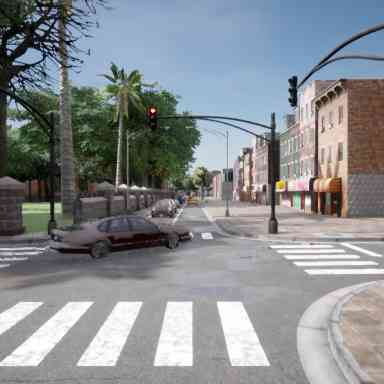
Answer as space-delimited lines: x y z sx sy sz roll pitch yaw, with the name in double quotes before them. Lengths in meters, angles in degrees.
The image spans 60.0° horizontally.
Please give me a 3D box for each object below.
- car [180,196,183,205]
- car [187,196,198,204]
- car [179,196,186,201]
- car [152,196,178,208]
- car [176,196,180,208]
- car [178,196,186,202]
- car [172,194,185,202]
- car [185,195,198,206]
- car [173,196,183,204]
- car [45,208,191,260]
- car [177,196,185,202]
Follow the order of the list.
"car" -2.619 1.679 47.692 1.802 1.307 4.206 0 0 0
"car" 0.128 1.690 68.865 2.128 1.511 4.902 0 0 0
"car" -2.598 1.914 93.200 1.947 1.339 4.313 -1 0 0
"car" -2.627 1.481 30.626 1.967 1.590 4.097 0 0 0
"car" -2.623 1.498 36.314 1.967 1.590 4.097 0 0 0
"car" -2.601 1.861 87.512 2.008 1.369 4.403 -1 0 0
"car" -2.949 1.402 64.262 2.150 2.045 5.566 0 0 0
"car" 0.130 1.627 59.511 1.882 1.535 5.008 0 0 0
"car" -2.985 1.715 71.231 1.837 1.490 4.892 0 0 0
"car" -2.598 1.563 12.672 5.357 1.411 2.033 -1 0 -38
"car" -2.603 1.818 81.823 1.887 1.381 4.507 0 0 0
